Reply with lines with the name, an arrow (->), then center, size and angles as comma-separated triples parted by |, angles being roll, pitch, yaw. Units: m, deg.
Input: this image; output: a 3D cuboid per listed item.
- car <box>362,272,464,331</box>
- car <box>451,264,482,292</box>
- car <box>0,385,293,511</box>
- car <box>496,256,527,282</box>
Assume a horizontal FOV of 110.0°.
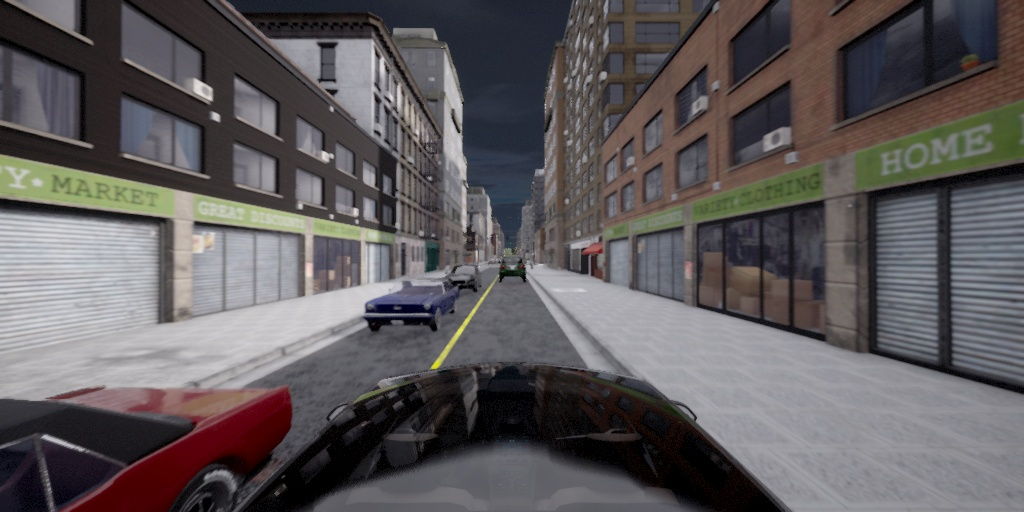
car -> -2.854, 1.360, 11.156 | 1.895, 1.301, 4.718 | 0, 0, 0
car -> -2.827, 1.277, 21.543 | 1.837, 1.490, 4.892 | 0, 0, 0
car -> -2.852, 1.353, 0.911 | 1.895, 1.301, 4.718 | 0, 0, 0
car -> 0.053, 1.007, 29.696 | 2.150, 2.045, 5.566 | 0, 0, 0
